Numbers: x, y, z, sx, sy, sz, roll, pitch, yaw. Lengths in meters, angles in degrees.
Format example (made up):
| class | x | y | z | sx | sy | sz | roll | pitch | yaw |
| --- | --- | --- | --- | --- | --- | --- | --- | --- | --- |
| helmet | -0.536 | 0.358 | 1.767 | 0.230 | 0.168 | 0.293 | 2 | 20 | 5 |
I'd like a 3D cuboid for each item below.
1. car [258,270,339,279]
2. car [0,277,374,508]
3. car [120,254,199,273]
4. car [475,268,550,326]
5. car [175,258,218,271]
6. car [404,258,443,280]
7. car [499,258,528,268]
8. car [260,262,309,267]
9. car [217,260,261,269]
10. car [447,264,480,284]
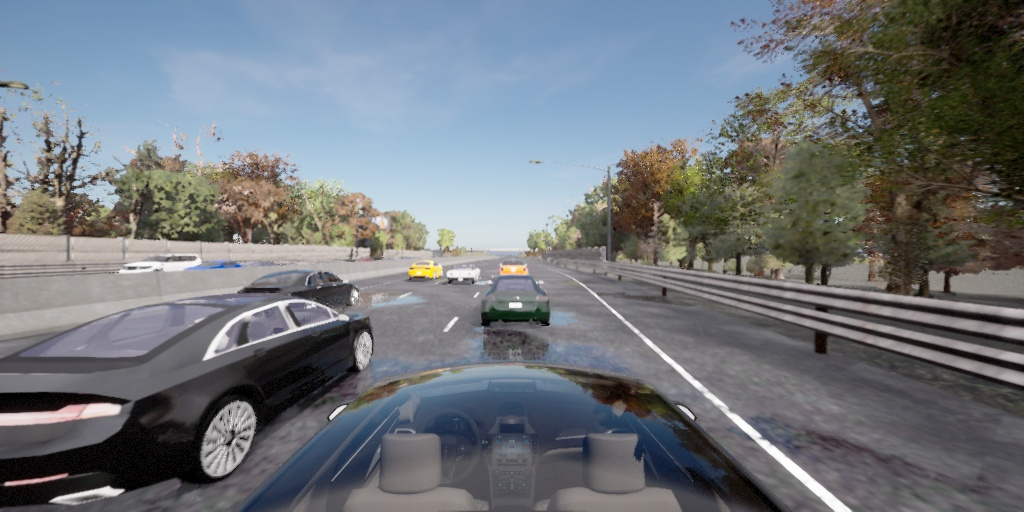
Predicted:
| class | x | y | z | sx | sy | sz | roll | pitch | yaw |
| --- | --- | --- | --- | --- | --- | --- | --- | --- | --- |
| car | -6.899 | 1.206 | 12.144 | 1.837 | 1.490 | 4.892 | 0 | 0 | 0 |
| car | -3.413 | 1.229 | 4.602 | 2.128 | 1.511 | 4.902 | 0 | 0 | 0 |
| car | -27.929 | 0.851 | 28.949 | 2.150 | 2.045 | 5.566 | 0 | 0 | -1 |
| car | 0.100 | 1.268 | 11.524 | 1.994 | 1.385 | 4.181 | 0 | 0 | 0 |
| car | -24.582 | 1.103 | 29.871 | 1.882 | 1.535 | 5.008 | 0 | 0 | 0 |
| car | -6.891 | 1.106 | 29.069 | 1.882 | 1.535 | 5.008 | 0 | 0 | 0 |
| car | 0.107 | 0.988 | 27.193 | 2.097 | 1.767 | 4.553 | 0 | 0 | 0 |
| car | -17.586 | 1.230 | 29.022 | 1.895 | 1.301 | 4.718 | 0 | 0 | 0 |
| car | -21.086 | 1.173 | 29.797 | 2.033 | 1.411 | 5.357 | 0 | 0 | 0 |
| car | -3.393 | 1.242 | 25.914 | 1.895 | 1.301 | 4.718 | 0 | 0 | 0 |
